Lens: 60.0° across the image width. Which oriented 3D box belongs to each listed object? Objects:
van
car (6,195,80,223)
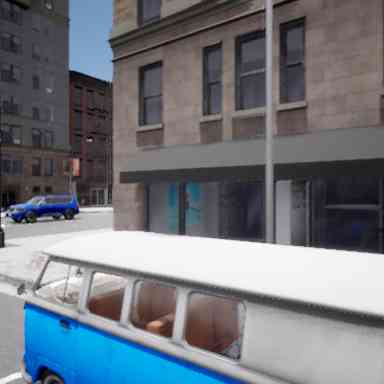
[{"bbox_3d":[0.061,1.347,3.033,3.998,1.788,1.690,0,0,36],"label":"van"},{"bbox_3d":[-11.761,1.310,26.742,2.150,2.045,5.566,0,0,35],"label":"car"}]
